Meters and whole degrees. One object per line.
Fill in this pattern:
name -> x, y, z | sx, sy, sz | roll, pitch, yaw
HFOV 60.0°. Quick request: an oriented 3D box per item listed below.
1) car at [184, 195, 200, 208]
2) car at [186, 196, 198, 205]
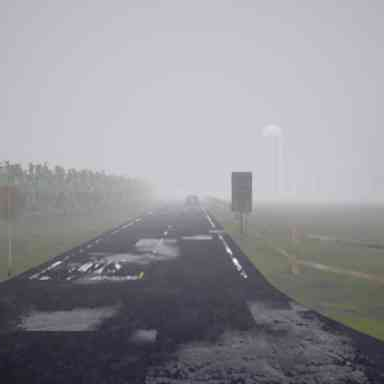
car -> 0.047, 1.136, 44.575 | 2.097, 1.767, 4.553 | 0, 0, 0
car -> -0.012, 1.345, 54.630 | 1.895, 1.301, 4.718 | 0, 0, 0
